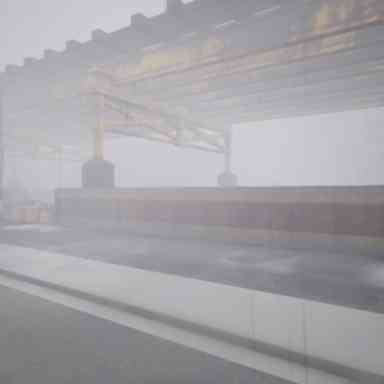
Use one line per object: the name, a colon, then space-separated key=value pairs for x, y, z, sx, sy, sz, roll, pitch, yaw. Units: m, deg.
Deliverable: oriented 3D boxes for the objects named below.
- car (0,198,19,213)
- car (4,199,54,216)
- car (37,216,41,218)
car: x=-18.561 y=1.278 z=32.429 sx=1.853 sy=1.218 sz=4.536 roll=0 pitch=0 yaw=-11
car: x=-14.741 y=1.280 z=29.711 sx=4.536 sy=1.218 sz=1.853 roll=0 pitch=0 yaw=-1
car: x=-14.793 y=1.438 z=29.710 sx=4.974 sy=1.542 sz=2.038 roll=0 pitch=0 yaw=-1
